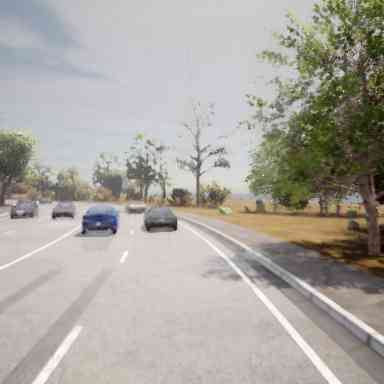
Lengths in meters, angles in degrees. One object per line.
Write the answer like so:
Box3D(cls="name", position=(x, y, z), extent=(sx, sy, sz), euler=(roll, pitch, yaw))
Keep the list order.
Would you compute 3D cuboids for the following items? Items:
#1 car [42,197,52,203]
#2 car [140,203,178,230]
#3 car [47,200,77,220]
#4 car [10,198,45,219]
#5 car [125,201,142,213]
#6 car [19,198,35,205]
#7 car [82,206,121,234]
Box3D(cls="car", position=(-29.423, 1.742, 67.364), extent=(2.128, 1.511, 4.902), euler=(0, 0, -34))
Box3D(cls="car", position=(-2.101, 1.627, 21.546), extent=(1.994, 1.385, 4.181), euler=(0, 0, -10))
Box3D(cls="car", position=(-11.379, 1.651, 29.984), extent=(2.033, 1.411, 5.357), euler=(0, 0, -15))
Box3D(cls="car", position=(-15.200, 1.603, 30.448), extent=(2.128, 1.511, 4.902), euler=(0, 0, -16))
Box3D(cls="car", position=(-6.728, 1.722, 39.136), extent=(1.895, 1.301, 4.718), euler=(0, 0, -19))
Box3D(cls="car", position=(-32.835, 1.802, 66.113), extent=(1.895, 1.301, 4.718), euler=(0, 0, -37))
Box3D(cls="car", position=(-5.346, 1.544, 19.934), extent=(1.882, 1.535, 5.008), euler=(0, 0, -9))
